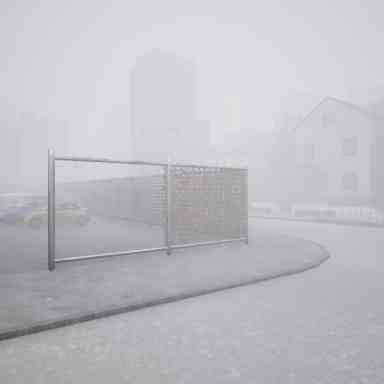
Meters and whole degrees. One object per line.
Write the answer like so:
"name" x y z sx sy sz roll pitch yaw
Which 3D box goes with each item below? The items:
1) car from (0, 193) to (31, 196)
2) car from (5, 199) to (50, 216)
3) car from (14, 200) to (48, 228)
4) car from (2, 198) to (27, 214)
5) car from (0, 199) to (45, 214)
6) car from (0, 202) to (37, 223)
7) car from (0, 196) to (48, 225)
"car" -13.337 1.242 26.794 3.866 1.878 1.905 0 0 -36
"car" -15.556 1.413 31.497 3.633 1.501 1.845 0 0 -36
"car" -8.606 1.416 21.002 4.193 1.474 1.816 0 0 -36
"car" -18.609 1.403 34.788 1.789 1.547 3.705 0 0 -36
"car" -18.610 1.474 35.066 5.357 1.415 2.033 0 0 -36
"car" -12.784 1.451 24.533 2.207 1.379 1.481 0 0 -36
"car" -11.049 1.348 23.154 4.611 1.667 2.242 0 0 -36
